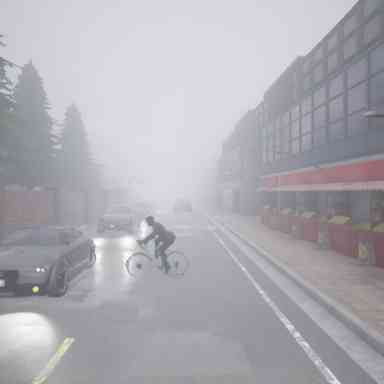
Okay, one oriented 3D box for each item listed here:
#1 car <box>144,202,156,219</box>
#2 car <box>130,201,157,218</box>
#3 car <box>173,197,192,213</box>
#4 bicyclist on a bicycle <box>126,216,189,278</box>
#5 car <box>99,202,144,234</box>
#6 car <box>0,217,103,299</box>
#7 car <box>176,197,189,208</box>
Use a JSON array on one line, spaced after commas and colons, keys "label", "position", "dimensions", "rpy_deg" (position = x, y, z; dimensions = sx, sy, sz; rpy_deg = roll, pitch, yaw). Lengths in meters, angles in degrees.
[{"label": "car", "position": [-4.273, 1.563, 26.662], "dimensions": [1.994, 1.385, 4.181], "rpy_deg": [0, 0, -2]}, {"label": "car", "position": [-4.476, 1.600, 31.265], "dimensions": [1.895, 1.301, 4.718], "rpy_deg": [0, 0, -1]}, {"label": "car", "position": [-1.002, 1.490, 36.337], "dimensions": [2.128, 1.511, 4.902], "rpy_deg": [0, 0, -1]}, {"label": "bicyclist on a bicycle", "position": [-0.921, 1.450, 8.757], "dimensions": [1.656, 1.620, 0.582], "rpy_deg": [-2, 0, -2]}, {"label": "car", "position": [-4.143, 1.505, 19.351], "dimensions": [1.837, 1.490, 4.892], "rpy_deg": [0, 0, -2]}, {"label": "car", "position": [-3.813, 1.563, 8.381], "dimensions": [1.994, 1.385, 4.181], "rpy_deg": [0, 0, -2]}, {"label": "car", "position": [-1.388, 1.476, 48.354], "dimensions": [1.882, 1.535, 5.008], "rpy_deg": [0, 0, -1]}]
